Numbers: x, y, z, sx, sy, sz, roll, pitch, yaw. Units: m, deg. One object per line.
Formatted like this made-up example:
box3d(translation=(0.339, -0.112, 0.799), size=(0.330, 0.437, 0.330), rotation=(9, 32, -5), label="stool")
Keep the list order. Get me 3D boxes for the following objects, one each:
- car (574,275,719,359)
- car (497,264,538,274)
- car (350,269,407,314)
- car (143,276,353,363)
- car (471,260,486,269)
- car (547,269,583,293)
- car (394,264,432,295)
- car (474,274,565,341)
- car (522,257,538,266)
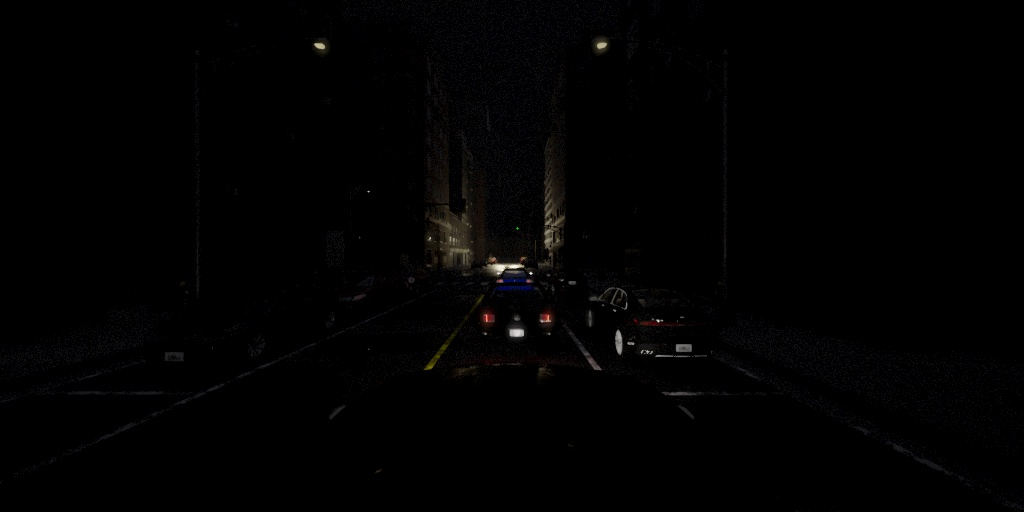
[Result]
box3d(translation=(2.874, 1.300, 8.160), size=(2.007, 1.370, 4.403), rotation=(0, 0, 0), label="car")
box3d(translation=(0.146, 1.314, 18.817), size=(1.994, 1.385, 4.181), rotation=(0, 0, 0), label="car")
box3d(translation=(-5.636, 1.332, 13.686), size=(1.802, 1.307, 4.207), rotation=(0, 0, 0), label="car")
box3d(translation=(-5.651, 1.315, 8.184), size=(1.948, 1.339, 4.313), rotation=(0, 0, 0), label="car")
box3d(translation=(-5.479, 1.367, 56.289), size=(1.802, 1.307, 4.207), rotation=(0, 0, 0), label="car")
box3d(translation=(2.906, 1.316, 19.163), size=(1.948, 1.339, 4.313), rotation=(0, 0, 0), label="car")
box3d(translation=(-5.620, 1.190, 19.187), size=(1.967, 1.591, 4.097), rotation=(0, 0, 0), label="car")
box3d(translation=(0.118, 1.351, 9.861), size=(1.895, 1.301, 4.718), rotation=(0, 0, 0), label="car")
box3d(translation=(3.046, 1.225, 56.251), size=(1.967, 1.591, 4.097), rotation=(0, 0, 0), label="car")
